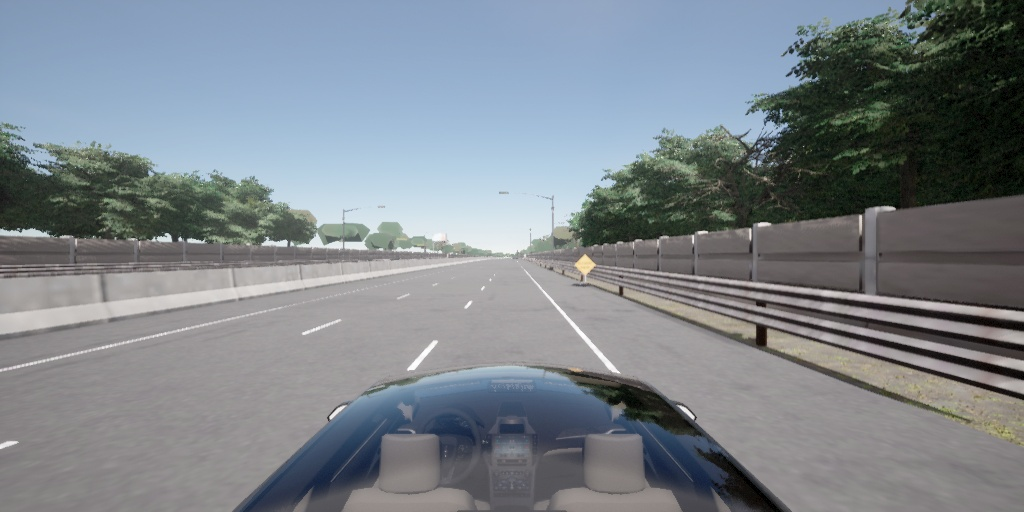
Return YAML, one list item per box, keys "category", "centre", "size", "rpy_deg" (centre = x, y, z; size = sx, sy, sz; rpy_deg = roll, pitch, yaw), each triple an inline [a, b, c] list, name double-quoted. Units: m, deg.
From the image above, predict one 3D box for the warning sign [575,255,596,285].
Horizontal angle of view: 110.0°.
- category: "warning sign"
  centre: [4.550, 0.838, 22.221]
  size: [1.300, 1.860, 1.060]
  rpy_deg: [0, 0, 0]
